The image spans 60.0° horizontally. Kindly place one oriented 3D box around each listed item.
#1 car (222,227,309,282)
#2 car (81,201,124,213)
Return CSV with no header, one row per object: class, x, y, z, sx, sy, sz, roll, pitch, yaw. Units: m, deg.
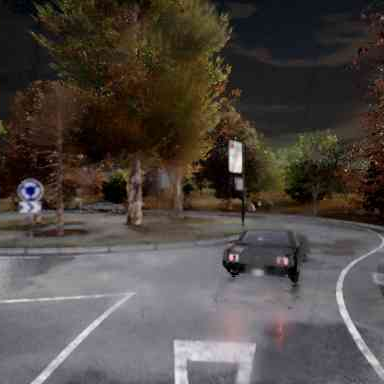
car,2.498,1.715,10.232,1.895,1.301,4.718,0,-1,23
car,-11.324,1.885,42.081,5.357,1.411,2.033,1,-1,-14
